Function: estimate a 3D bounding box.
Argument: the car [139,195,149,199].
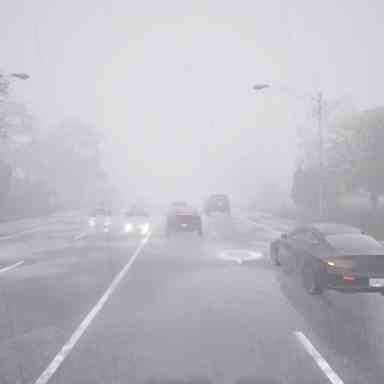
[{"bbox_3d":[-10.273,1.427,71.765,1.882,1.535,5.008,0,0,-3],"label":"car"}]

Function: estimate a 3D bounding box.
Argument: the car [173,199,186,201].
[{"bbox_3d":[-1.395,1.485,37.247,1.882,1.535,5.008,0,0,-3],"label":"car"}]

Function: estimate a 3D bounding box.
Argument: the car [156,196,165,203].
[{"bbox_3d":[-6.745,1.529,71.324,1.812,1.442,4.674,0,0,-3],"label":"car"}]

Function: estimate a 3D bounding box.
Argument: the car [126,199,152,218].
[{"bbox_3d":[-4.729,1.611,30.056,1.895,1.301,4.718,0,0,-3],"label":"car"}]

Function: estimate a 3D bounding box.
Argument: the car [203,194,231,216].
[{"bbox_3d":[2.358,1.224,32.392,2.150,2.045,5.566,0,0,-3],"label":"car"}]

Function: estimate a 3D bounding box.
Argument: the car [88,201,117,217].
[{"bbox_3d":[-8.289,1.579,31.183,1.994,1.385,4.181,0,0,-3],"label":"car"}]

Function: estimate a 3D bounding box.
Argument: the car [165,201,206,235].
[{"bbox_3d":[-0.485,1.481,18.875,1.882,1.535,5.008,0,0,-3],"label":"car"}]

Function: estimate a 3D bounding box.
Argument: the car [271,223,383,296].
[{"bbox_3d":[3.407,1.522,8.528,1.812,1.442,4.674,0,0,-2],"label":"car"}]
